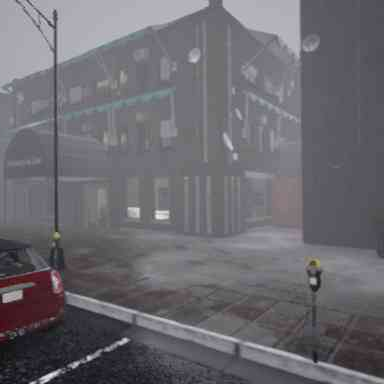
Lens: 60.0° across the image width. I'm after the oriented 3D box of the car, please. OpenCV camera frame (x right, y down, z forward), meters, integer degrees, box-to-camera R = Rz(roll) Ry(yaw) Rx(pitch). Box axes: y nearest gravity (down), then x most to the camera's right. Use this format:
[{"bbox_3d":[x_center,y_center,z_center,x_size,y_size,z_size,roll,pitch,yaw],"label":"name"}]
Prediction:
[{"bbox_3d":[-4.089,1.511,5.796,4.097,1.590,1.967,-1,-1,36],"label":"car"}]
